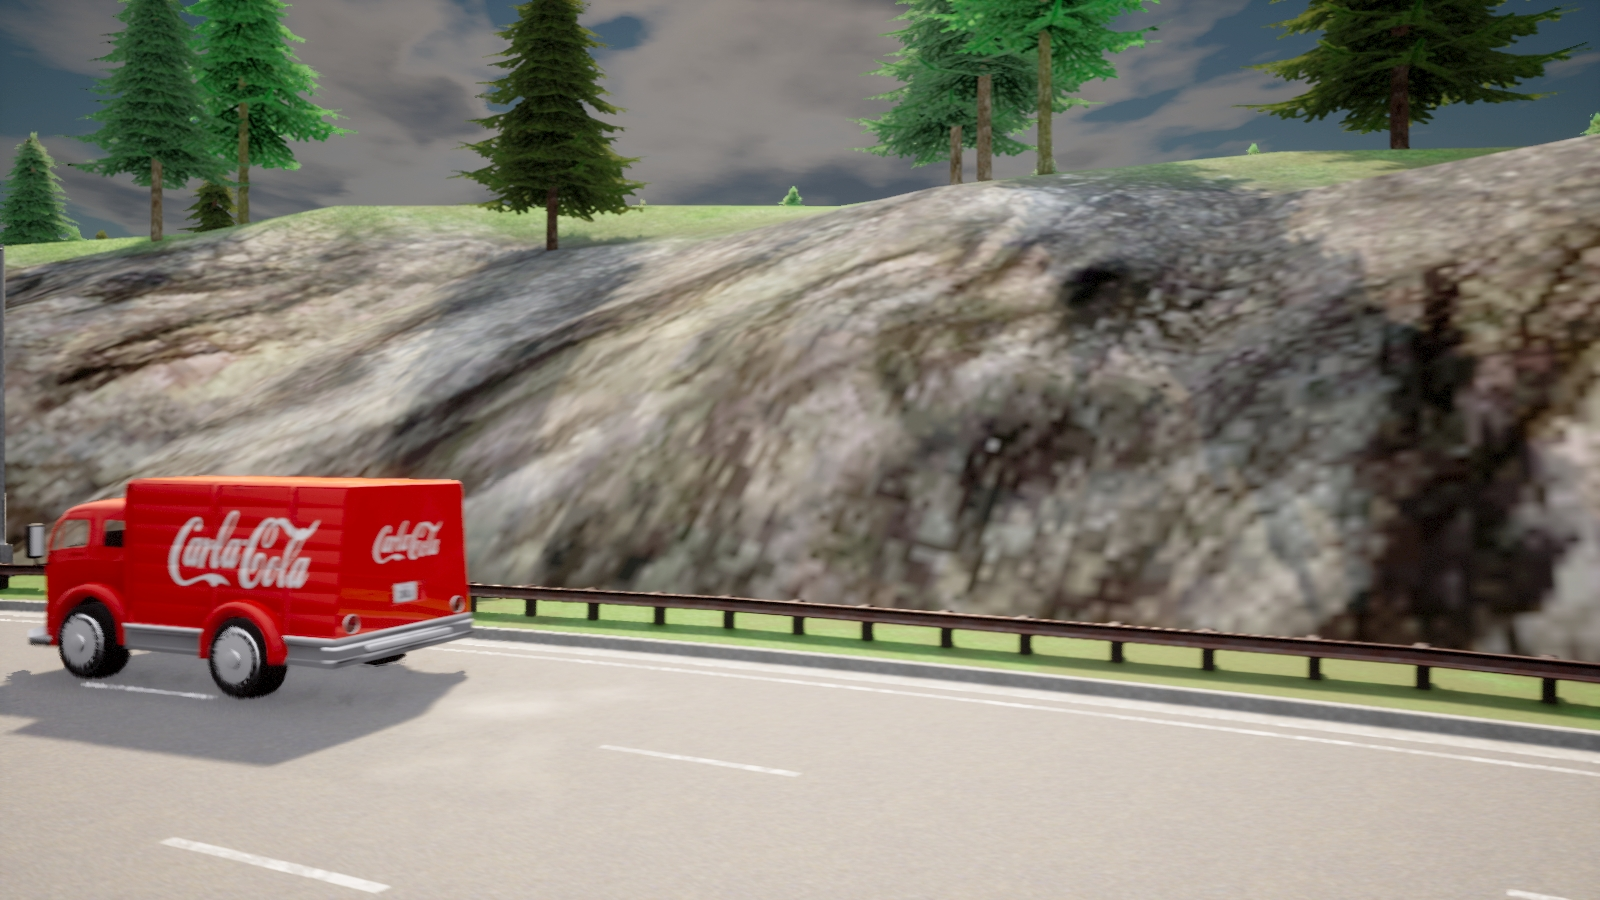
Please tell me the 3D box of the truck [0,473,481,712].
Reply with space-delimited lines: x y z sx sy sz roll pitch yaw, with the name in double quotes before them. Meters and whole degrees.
"truck" -6.991 1.567 14.366 5.204 2.467 2.627 0 0 21
